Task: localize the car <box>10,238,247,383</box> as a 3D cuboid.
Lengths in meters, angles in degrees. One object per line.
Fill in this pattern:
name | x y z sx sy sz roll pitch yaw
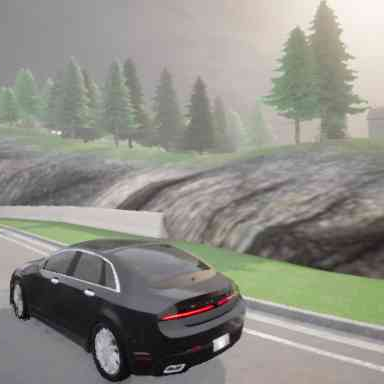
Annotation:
car | -1.413 1.539 5.592 4.892 1.490 1.837 0 0 43
